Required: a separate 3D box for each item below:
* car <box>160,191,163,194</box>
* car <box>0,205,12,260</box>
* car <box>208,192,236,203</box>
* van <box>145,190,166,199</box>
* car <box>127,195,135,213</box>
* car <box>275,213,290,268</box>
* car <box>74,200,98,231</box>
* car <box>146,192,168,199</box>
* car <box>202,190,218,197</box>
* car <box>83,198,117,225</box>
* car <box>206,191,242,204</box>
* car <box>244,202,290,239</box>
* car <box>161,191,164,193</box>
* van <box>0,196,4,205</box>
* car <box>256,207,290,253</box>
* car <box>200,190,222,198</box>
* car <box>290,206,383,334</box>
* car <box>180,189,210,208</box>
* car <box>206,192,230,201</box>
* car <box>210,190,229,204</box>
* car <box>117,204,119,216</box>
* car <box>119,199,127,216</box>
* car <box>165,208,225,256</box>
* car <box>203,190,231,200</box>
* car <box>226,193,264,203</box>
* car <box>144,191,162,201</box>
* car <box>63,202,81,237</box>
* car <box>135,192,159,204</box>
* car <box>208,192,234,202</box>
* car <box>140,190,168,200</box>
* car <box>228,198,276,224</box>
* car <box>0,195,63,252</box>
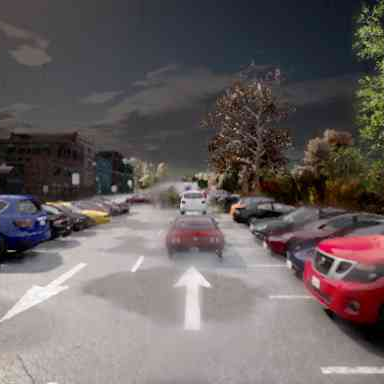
[{"bbox_3d":[-7.919,1.066,56.887,4.792,1.488,2.163,0,1,0],"label":"car"},{"bbox_3d":[-3.350,1.222,1.351,2.150,2.045,5.566,0,0,0],"label":"car"},{"bbox_3d":[5.162,0.909,57.048,4.553,1.767,2.185,0,1,0],"label":"car"},{"bbox_3d":[-8.114,0.599,73.581,4.442,1.987,1.878,0,1,0],"label":"van"},{"bbox_3d":[-7.644,1.235,28.128,4.792,1.488,2.163,0,1,0],"label":"car"},{"bbox_3d":[4.879,1.445,8.522,4.792,1.488,2.163,0,1,0],"label":"car"},{"bbox_3d":[-7.675,1.326,16.824,5.008,1.535,2.097,0,1,0],"label":"car"},{"bbox_3d":[-8.012,0.791,76.368,4.892,1.521,2.231,0,1,0],"label":"car"},{"bbox_3d":[4.993,0.442,93.125,4.553,1.767,2.185,0,1,0],"label":"car"},{"bbox_3d":[-7.485,1.293,19.650,5.366,1.575,1.946,0,1,0],"label":"car"},{"bbox_3d":[5.168,0.820,54.136,5.566,2.045,2.435,0,1,0],"label":"car"},{"bbox_3d":[4.915,1.357,14.044,4.892,1.521,2.231,0,1,0],"label":"car"},{"bbox_3d":[-7.954,1.041,59.670,4.674,1.452,2.002,0,1,0],"label":"car"},{"bbox_3d":[-7.551,1.192,8.346,4.442,1.987,1.878,0,1,0],"label":"van"},{"bbox_3d":[4.879,1.415,11.346,4.792,1.488,2.163,0,1,0],"label":"car"},{"bbox_3d":[5.013,0.392,87.551,5.566,2.045,2.435,0,1,0],"label":"car"},{"bbox_3d":[4.881,1.195,5.695,5.566,2.045,2.435,0,1,0],"label":"car"},{"bbox_3d":[0.148,0.937,28.958,2.150,2.045,5.566,0,1,1],"label":"car"},{"bbox_3d":[5.076,0.805,65.277,4.553,1.767,2.185,0,1,0],"label":"car"},{"bbox_3d":[5.117,0.981,51.352,4.553,1.767,2.185,0,1,0],"label":"car"},{"bbox_3d":[-7.669,1.306,22.476,4.674,1.452,2.002,0,1,0],"label":"car"},{"bbox_3d":[-7.670,1.275,25.302,4.674,1.452,2.002,0,1,0],"label":"car"},{"bbox_3d":[0.096,1.494,12.511,1.895,1.301,4.718,0,1,0],"label":"car"},{"bbox_3d":[5.127,0.642,68.184,5.566,2.045,2.435,0,1,0],"label":"car"},{"bbox_3d":[4.877,1.139,22.513,4.553,1.767,2.185,0,1,0],"label":"car"},{"bbox_3d":[-8.126,1.069,54.103,5.366,1.575,1.946,0,1,0],"label":"car"},{"bbox_3d":[-7.664,1.357,13.999,5.008,1.535,2.097,0,1,0],"label":"car"},{"bbox_3d":[-7.917,1.145,51.463,4.674,1.452,2.002,1,1,0],"label":"car"},{"bbox_3d":[5.154,0.874,59.832,4.553,1.767,2.185,0,1,0],"label":"car"},{"bbox_3d":[-8.018,0.609,70.798,5.566,2.045,2.435,0,1,0],"label":"car"},{"bbox_3d":[4.903,1.294,19.815,5.008,1.535,2.097,0,1,0],"label":"car"},{"bbox_3d":[-7.696,1.136,11.171,5.566,2.045,2.435,0,1,0],"label":"car"}]
